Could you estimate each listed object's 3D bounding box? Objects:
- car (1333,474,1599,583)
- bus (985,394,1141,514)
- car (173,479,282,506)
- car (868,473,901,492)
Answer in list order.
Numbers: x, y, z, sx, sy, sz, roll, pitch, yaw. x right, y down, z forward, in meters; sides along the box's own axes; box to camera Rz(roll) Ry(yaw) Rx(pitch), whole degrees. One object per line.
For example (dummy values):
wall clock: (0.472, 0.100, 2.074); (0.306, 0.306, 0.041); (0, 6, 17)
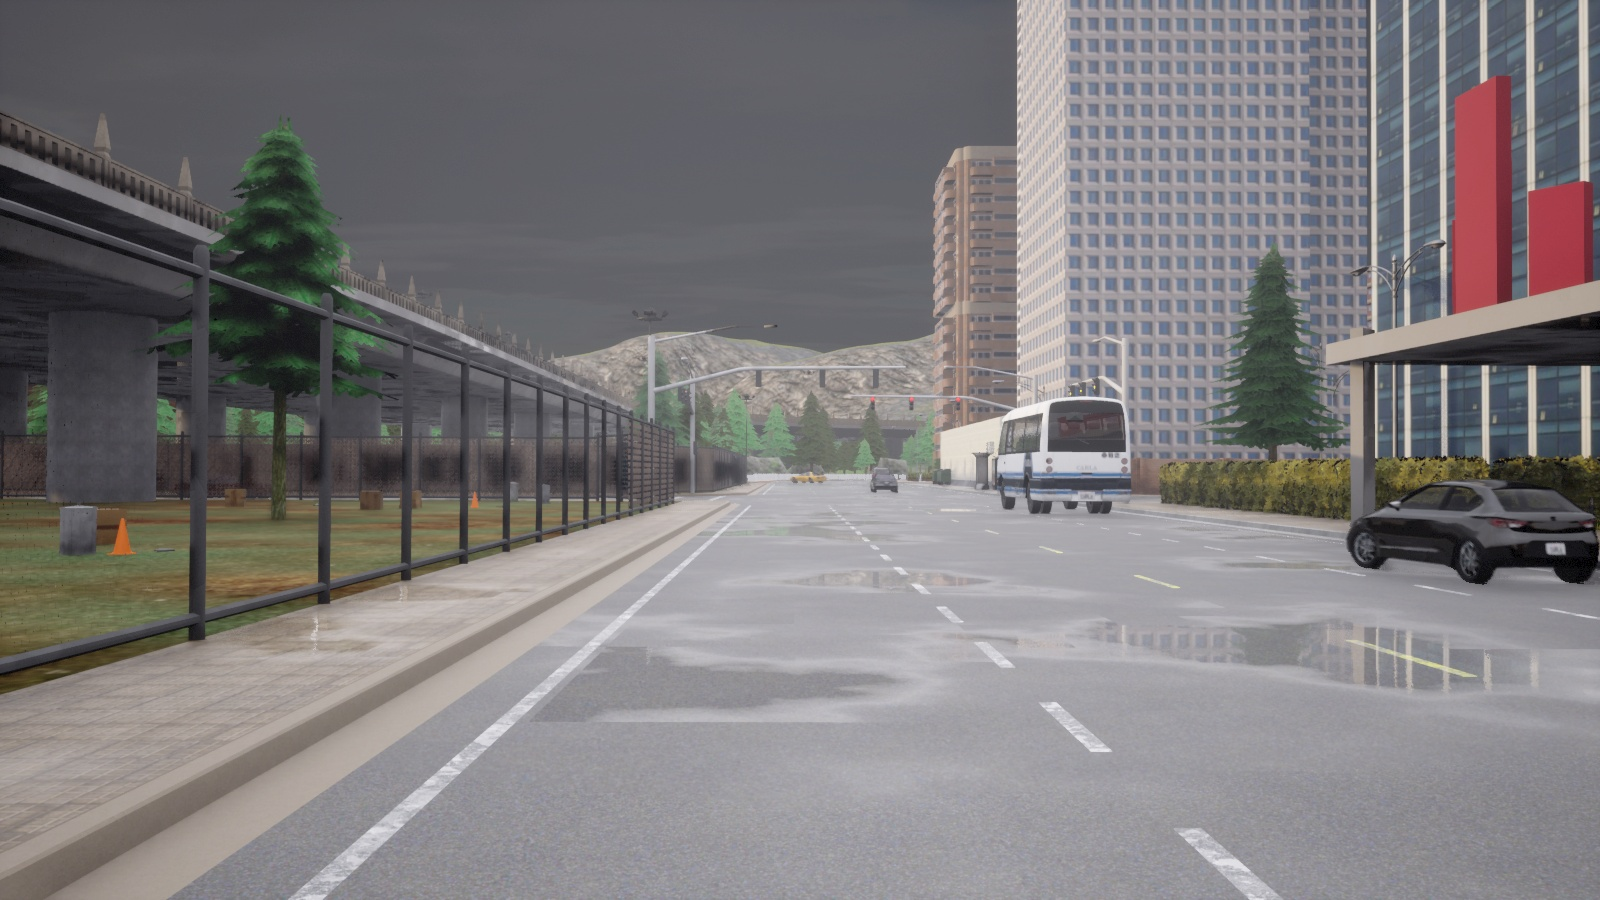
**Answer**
car: (10.186, 1.112, 19.348); (1.816, 1.474, 4.193); (0, -1, -6)
bus: (10.096, 0.232, 49.782); (3.944, 4.253, 10.273); (0, -1, 0)
car: (-29.256, 2.165, 64.310); (4.718, 1.301, 1.895); (0, -1, -1)
car: (6.250, 2.402, 93.415); (2.033, 1.411, 5.357); (0, -1, -1)
